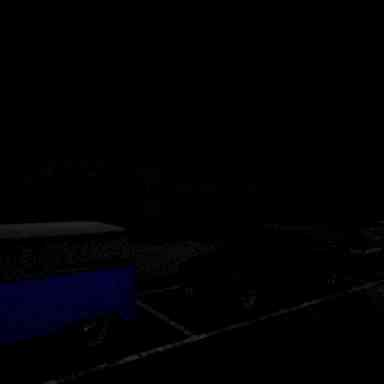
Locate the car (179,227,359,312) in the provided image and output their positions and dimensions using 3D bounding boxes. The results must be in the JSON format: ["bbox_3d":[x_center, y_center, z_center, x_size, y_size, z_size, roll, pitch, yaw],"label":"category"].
[{"bbox_3d":[1.740,1.592,7.748,4.313,1.339,1.947,0,0,-35],"label":"car"}]

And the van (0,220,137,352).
[{"bbox_3d":[-2.754,1.342,4.577,3.998,1.788,1.690,0,0,-35],"label":"van"}]

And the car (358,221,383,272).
[{"bbox_3d":[6.235,1.634,10.920,4.206,1.307,1.802,0,0,-35],"label":"car"}]
